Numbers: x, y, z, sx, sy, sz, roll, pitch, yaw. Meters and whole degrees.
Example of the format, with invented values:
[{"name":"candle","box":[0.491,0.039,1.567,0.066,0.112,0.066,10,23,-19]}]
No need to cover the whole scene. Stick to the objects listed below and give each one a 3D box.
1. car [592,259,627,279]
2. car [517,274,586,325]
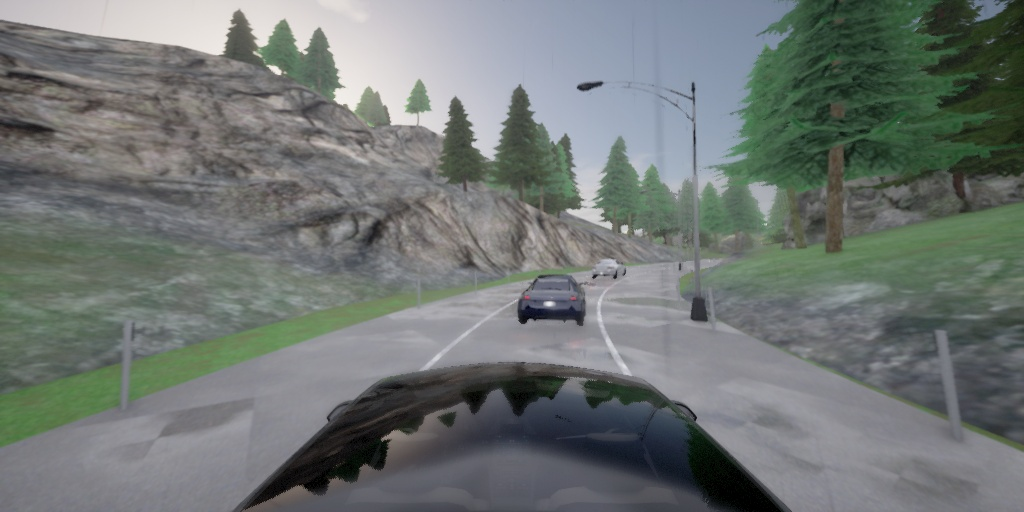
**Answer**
[{"name":"car","box":[7.655,0.967,28.166,1.812,1.442,4.674,-2,1,29]},{"name":"car","box":[1.436,1.285,11.894,1.994,1.385,4.181,0,0,11]}]
